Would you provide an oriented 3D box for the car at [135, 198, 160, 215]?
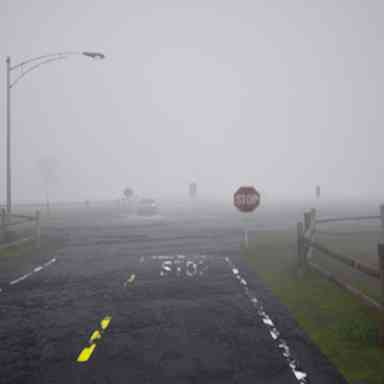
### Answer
[{"bbox_3d":[-4.054,1.316,30.352,1.837,1.490,4.892,0,2,-4],"label":"car"}]
